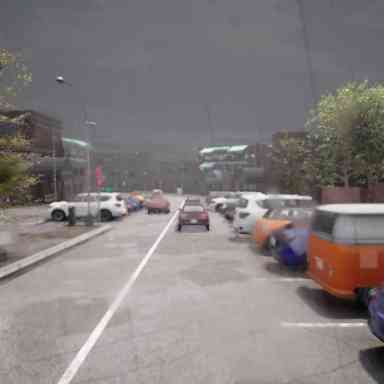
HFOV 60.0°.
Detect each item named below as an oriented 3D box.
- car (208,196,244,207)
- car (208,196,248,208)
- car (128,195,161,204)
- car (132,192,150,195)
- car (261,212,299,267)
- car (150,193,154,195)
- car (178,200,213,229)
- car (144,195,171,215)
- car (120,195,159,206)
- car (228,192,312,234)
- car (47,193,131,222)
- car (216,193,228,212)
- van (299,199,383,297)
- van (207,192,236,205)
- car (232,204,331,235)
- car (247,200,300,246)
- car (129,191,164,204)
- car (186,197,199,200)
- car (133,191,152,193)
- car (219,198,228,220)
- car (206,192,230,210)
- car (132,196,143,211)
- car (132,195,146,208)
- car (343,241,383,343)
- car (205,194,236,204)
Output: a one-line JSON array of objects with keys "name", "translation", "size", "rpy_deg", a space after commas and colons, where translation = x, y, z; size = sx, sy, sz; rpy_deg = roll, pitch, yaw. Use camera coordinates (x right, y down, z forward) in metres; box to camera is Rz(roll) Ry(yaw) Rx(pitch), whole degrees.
[{"name": "car", "translation": [4.642, 1.302, 45.900], "size": [4.674, 1.452, 2.002], "rpy_deg": [0, 0, 0]}, {"name": "car", "translation": [4.634, 1.276, 43.230], "size": [4.892, 1.521, 2.231], "rpy_deg": [0, 0, 0]}, {"name": "car", "translation": [-7.697, 1.196, 53.875], "size": [5.008, 1.535, 2.097], "rpy_deg": [0, 1, 0]}, {"name": "car", "translation": [-7.720, 1.167, 39.288], "size": [4.553, 1.767, 2.185], "rpy_deg": [0, 0, 0]}, {"name": "car", "translation": [4.676, 1.464, 9.584], "size": [4.792, 1.488, 2.163], "rpy_deg": [0, 0, 0]}, {"name": "car", "translation": [-7.696, 1.281, 42.101], "size": [4.892, 1.521, 2.231], "rpy_deg": [0, 0, 0]}, {"name": "car", "translation": [0.096, 1.428, 20.491], "size": [1.812, 1.442, 4.674], "rpy_deg": [0, 0, 0]}, {"name": "car", "translation": [-3.098, 1.326, 31.791], "size": [1.882, 1.535, 5.008], "rpy_deg": [0, 0, 0]}, {"name": "car", "translation": [-7.506, 1.248, 48.104], "size": [5.366, 1.575, 1.946], "rpy_deg": [0, 0, 0]}, {"name": "car", "translation": [4.674, 1.156, 15.169], "size": [5.566, 2.045, 2.435], "rpy_deg": [0, 0, 0]}, {"name": "car", "translation": [-7.714, 1.111, 24.596], "size": [5.566, 2.045, 2.435], "rpy_deg": [0, 0, 0]}, {"name": "car", "translation": [4.675, 1.215, 29.262], "size": [4.553, 1.767, 2.185], "rpy_deg": [0, 0, 0]}, {"name": "van", "translation": [4.765, 1.222, 6.787], "size": [4.442, 1.987, 1.878], "rpy_deg": [0, 0, 0]}, {"name": "van", "translation": [4.522, 1.004, 51.482], "size": [4.442, 1.987, 1.878], "rpy_deg": [0, 1, 0]}, {"name": "car", "translation": [4.675, 1.424, 17.963], "size": [4.792, 1.488, 2.163], "rpy_deg": [0, 0, 0]}, {"name": "car", "translation": [4.616, 1.295, 12.375], "size": [4.553, 1.767, 2.185], "rpy_deg": [0, 0, 0]}, {"name": "car", "translation": [-7.664, 0.884, 56.815], "size": [5.566, 2.045, 2.435], "rpy_deg": [0, 1, 0]}, {"name": "car", "translation": [0.091, 1.308, 38.464], "size": [2.128, 1.511, 4.902], "rpy_deg": [0, 0, 0]}, {"name": "car", "translation": [-7.661, 1.107, 51.045], "size": [4.553, 1.767, 2.185], "rpy_deg": [0, 0, 0]}, {"name": "car", "translation": [4.614, 1.397, 23.552], "size": [4.792, 1.488, 2.163], "rpy_deg": [0, 0, 0]}, {"name": "car", "translation": [4.614, 1.064, 34.723], "size": [5.566, 2.045, 2.435], "rpy_deg": [0, 0, 0]}, {"name": "car", "translation": [-7.685, 1.361, 33.412], "size": [4.674, 1.452, 2.002], "rpy_deg": [0, 0, 0]}, {"name": "car", "translation": [-7.717, 1.336, 36.350], "size": [4.792, 1.488, 2.163], "rpy_deg": [0, 0, 0]}, {"name": "car", "translation": [4.646, 1.501, 3.995], "size": [4.674, 1.452, 2.002], "rpy_deg": [0, 0, 0]}, {"name": "car", "translation": [4.631, 1.190, 54.292], "size": [4.892, 1.521, 2.231], "rpy_deg": [0, 1, 0]}]
